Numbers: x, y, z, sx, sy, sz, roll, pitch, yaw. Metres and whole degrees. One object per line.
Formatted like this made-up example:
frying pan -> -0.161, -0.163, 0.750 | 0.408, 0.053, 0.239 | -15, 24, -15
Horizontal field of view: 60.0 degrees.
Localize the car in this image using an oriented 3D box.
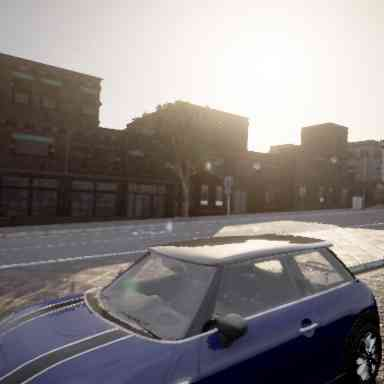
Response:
car -> 0.086, 1.351, 3.644 | 4.553, 1.767, 2.097 | 0, 0, -36
